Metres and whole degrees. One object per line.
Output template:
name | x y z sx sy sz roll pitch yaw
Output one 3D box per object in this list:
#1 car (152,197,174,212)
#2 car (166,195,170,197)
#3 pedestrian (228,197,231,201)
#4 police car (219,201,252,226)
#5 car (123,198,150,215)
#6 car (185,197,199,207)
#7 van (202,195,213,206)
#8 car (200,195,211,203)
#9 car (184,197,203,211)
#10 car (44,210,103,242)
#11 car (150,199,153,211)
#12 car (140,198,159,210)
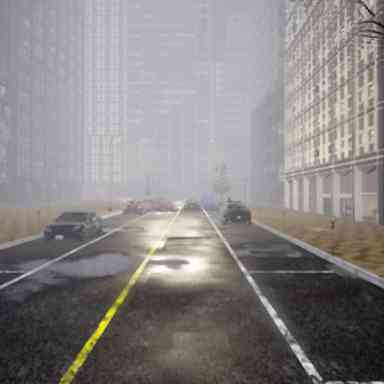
car | -3.098 1.571 38.577 1.994 1.385 4.181 0 0 0
car | -5.691 1.574 61.585 1.947 1.339 4.313 1 0 0
pedestrian | 2.996 1.300 26.832 0.375 1.860 0.375 1 -1 0
police car | 2.997 1.431 23.815 1.930 1.638 5.238 0 0 0
car | -5.686 1.447 33.372 1.967 1.590 4.097 1 0 0
car | -0.006 1.572 52.365 1.994 1.385 4.181 0 0 0
van | 2.694 1.349 55.937 1.690 1.788 3.998 1 0 0
car | 2.691 1.448 67.220 1.967 1.590 4.097 1 0 0
car | 0.022 1.571 40.078 1.994 1.385 4.181 0 0 1
car | -5.685 1.570 16.443 1.947 1.339 4.313 1 0 0
car | -5.688 1.589 39.014 1.802 1.307 4.206 1 0 0
car | -5.689 1.574 44.657 1.947 1.339 4.313 1 0 0
